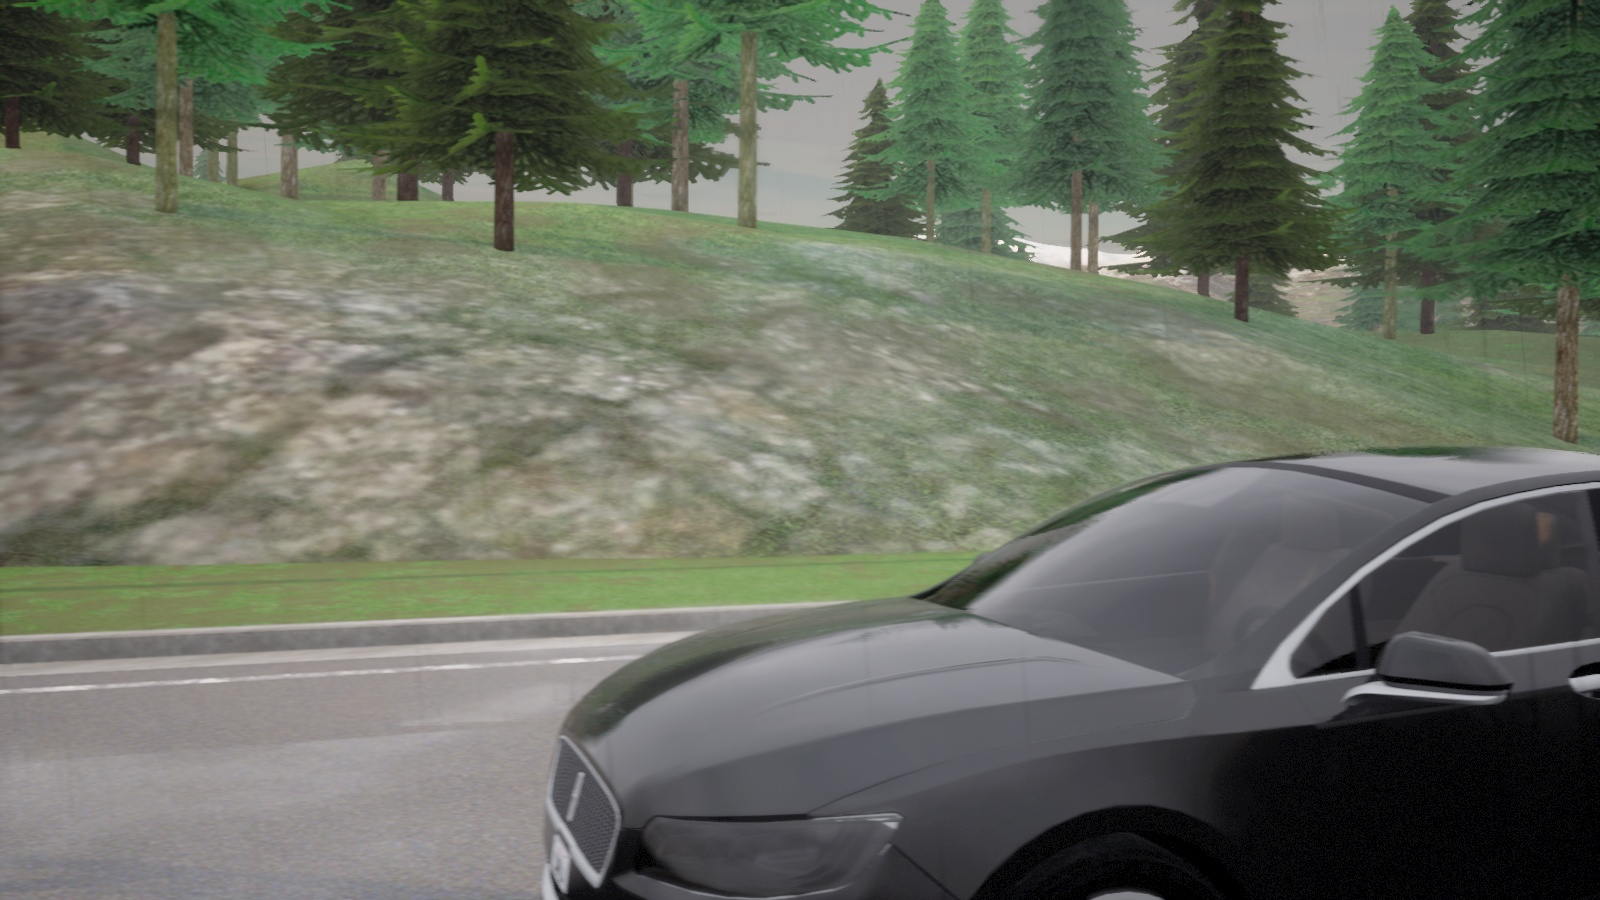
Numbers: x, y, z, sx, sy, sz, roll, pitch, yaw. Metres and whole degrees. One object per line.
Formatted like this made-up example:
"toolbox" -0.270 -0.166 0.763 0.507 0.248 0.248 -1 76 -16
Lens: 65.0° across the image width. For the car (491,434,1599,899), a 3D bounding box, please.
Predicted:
"car" 1.672 0.722 3.874 4.892 1.490 1.837 -1 1 -21
